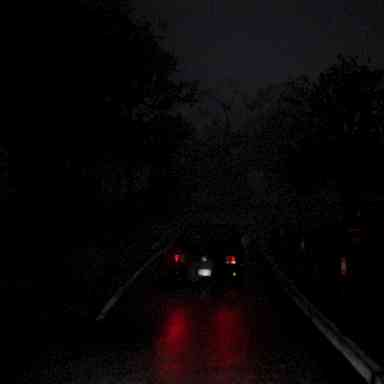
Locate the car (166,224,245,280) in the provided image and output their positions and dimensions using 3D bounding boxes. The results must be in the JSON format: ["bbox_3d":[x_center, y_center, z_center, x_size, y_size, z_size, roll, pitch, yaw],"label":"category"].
[{"bbox_3d":[0.585,1.593,9.957,1.895,1.301,4.718,0,0,7],"label":"car"}]

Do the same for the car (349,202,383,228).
[{"bbox_3d":[12.496,1.428,21.732,4.553,1.767,2.097,0,0,-1],"label":"car"}]
